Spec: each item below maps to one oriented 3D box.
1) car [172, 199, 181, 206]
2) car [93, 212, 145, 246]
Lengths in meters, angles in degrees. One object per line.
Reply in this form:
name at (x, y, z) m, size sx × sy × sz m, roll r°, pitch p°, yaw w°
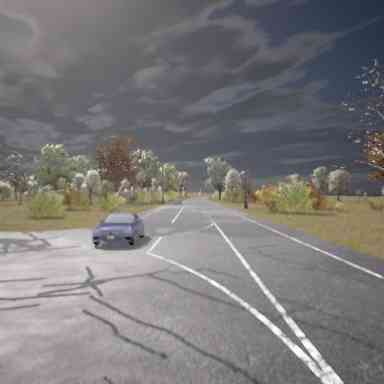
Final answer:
car at (-3.393, 2.322, 73.103) m, size 2.128 × 1.511 × 4.902 m, roll 0°, pitch -1°, yaw 0°
car at (-3.453, 1.717, 16.482) m, size 1.812 × 1.442 × 4.674 m, roll 0°, pitch -1°, yaw 0°
